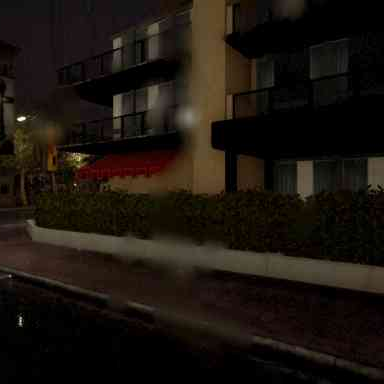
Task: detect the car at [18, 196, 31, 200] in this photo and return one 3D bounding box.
[{"bbox_3d":[-35.664,1.481,67.686,4.892,1.521,2.231,0,0,36],"label":"car"}]
